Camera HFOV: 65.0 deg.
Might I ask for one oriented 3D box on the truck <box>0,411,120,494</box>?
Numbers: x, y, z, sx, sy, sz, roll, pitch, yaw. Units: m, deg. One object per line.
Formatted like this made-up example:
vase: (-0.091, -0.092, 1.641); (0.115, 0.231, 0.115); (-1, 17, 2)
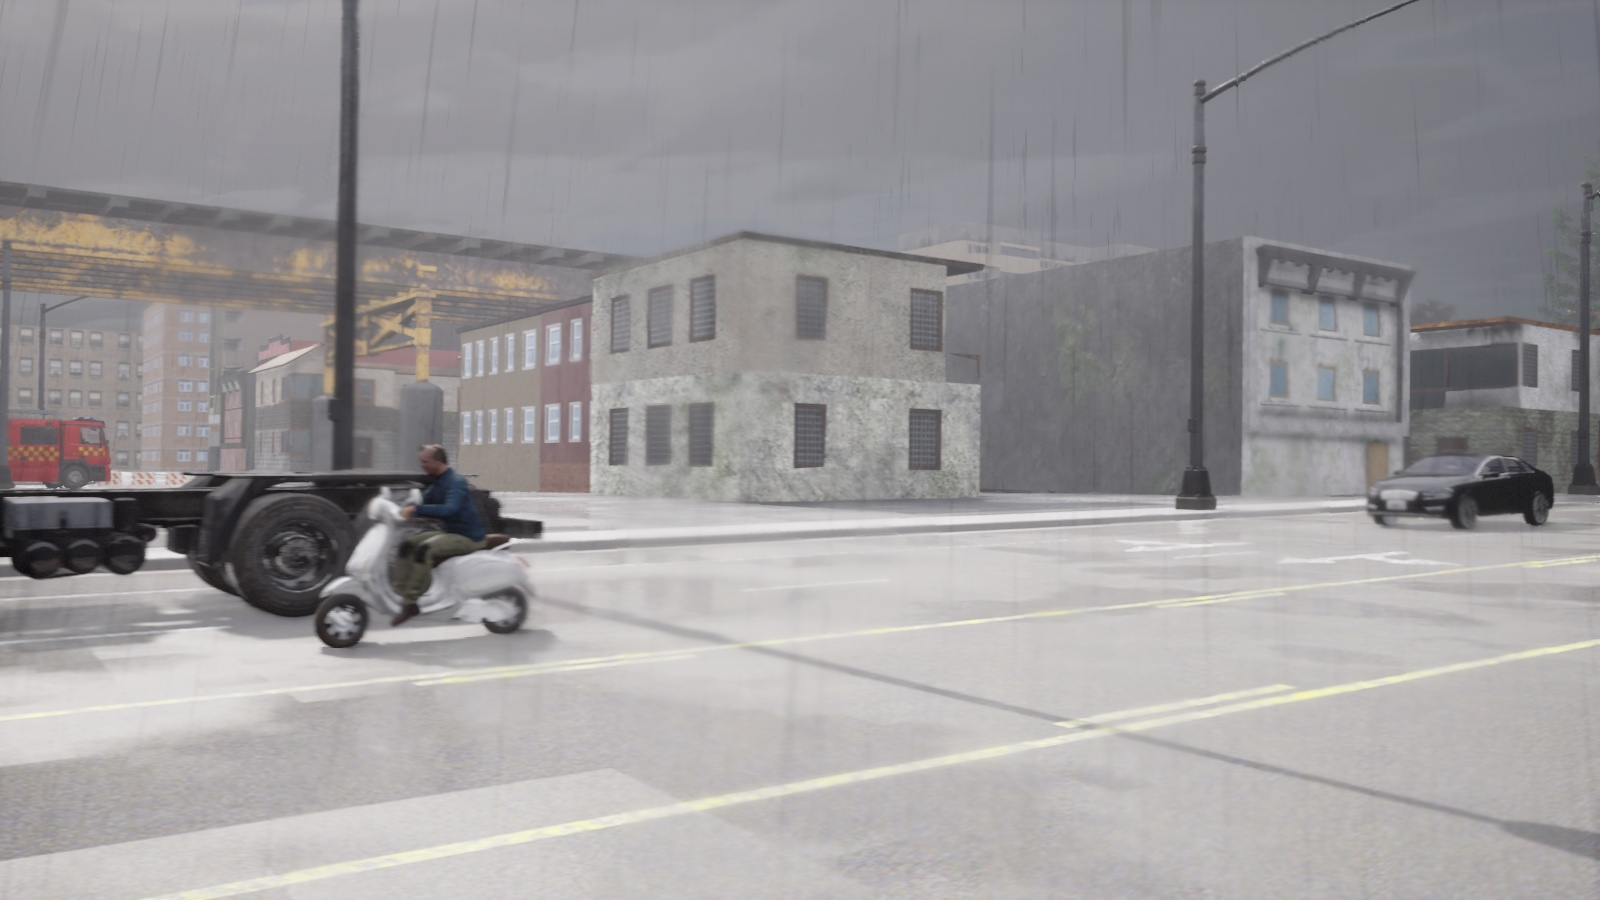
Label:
truck: (-37.467, 0.133, 59.731); (2.891, 3.827, 8.468); (0, -1, 39)

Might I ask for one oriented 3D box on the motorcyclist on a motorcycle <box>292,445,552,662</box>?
motorcyclist on a motorcycle: (-3.019, 0.763, 10.079); (1.817, 1.590, 0.866); (0, 0, -35)

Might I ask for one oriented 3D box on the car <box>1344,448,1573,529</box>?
car: (13.622, 0.725, 25.885); (4.902, 1.511, 2.128); (0, 0, -35)

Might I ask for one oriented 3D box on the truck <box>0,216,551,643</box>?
truck: (-6.642, -0.154, 11.831); (7.936, 3.462, 2.891); (0, 0, -35)
